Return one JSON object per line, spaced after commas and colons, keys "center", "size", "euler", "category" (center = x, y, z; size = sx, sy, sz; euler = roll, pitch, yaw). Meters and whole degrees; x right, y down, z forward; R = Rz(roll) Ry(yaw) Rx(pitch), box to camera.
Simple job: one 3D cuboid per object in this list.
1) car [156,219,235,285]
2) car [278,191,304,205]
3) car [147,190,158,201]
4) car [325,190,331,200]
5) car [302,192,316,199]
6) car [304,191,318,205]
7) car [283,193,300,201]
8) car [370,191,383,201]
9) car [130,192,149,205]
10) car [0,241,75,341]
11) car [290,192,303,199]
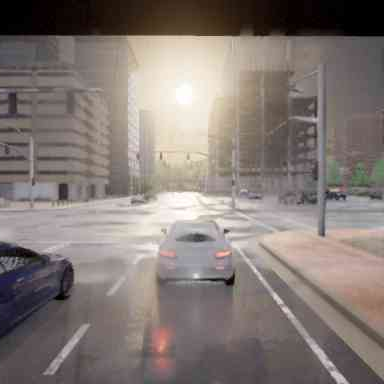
{"center": [0.086, 1.457, 9.127], "size": [1.812, 1.442, 4.674], "euler": [0, 0, 0], "category": "car"}
{"center": [13.144, 0.816, 45.146], "size": [1.932, 1.855, 4.605], "euler": [0, 0, 0], "category": "car"}
{"center": [-8.048, 0.728, 65.845], "size": [2.150, 2.045, 5.566], "euler": [0, 1, 0], "category": "car"}
{"center": [29.994, 0.573, 77.759], "size": [1.932, 1.855, 4.605], "euler": [0, 0, 0], "category": "car"}
{"center": [27.310, 0.784, 77.703], "size": [1.784, 1.438, 3.905], "euler": [0, 0, 0], "category": "car"}
{"center": [16.039, 0.819, 45.100], "size": [1.905, 1.878, 3.866], "euler": [0, 0, 0], "category": "car"}
{"center": [18.692, 0.929, 62.576], "size": [1.970, 1.475, 3.806], "euler": [0, 0, 0], "category": "car"}
{"center": [35.589, 0.685, 62.715], "size": [1.932, 1.855, 4.605], "euler": [0, 0, 0], "category": "car"}
{"center": [-8.014, 1.152, 49.998], "size": [1.812, 1.442, 4.674], "euler": [0, 1, 0], "category": "car"}
{"center": [-3.434, 1.485, 5.259], "size": [1.812, 1.442, 4.674], "euler": [0, 0, 0], "category": "car"}
{"center": [24.415, 0.816, 77.695], "size": [1.970, 1.475, 3.806], "euler": [0, 0, 0], "category": "car"}
